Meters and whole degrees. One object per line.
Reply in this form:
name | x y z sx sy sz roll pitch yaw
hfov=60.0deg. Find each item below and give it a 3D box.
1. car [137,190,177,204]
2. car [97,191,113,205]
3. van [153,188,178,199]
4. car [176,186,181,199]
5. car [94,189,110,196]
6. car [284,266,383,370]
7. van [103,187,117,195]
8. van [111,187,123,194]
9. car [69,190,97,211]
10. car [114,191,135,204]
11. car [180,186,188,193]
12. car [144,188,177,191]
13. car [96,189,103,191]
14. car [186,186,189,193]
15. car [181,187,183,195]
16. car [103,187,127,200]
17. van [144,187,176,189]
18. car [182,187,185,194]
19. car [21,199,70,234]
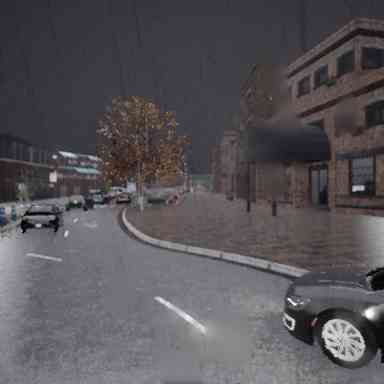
car | -4.870 0.913 45.957 4.892 1.521 2.231 0 1 -1
car | -12.556 1.008 45.445 1.994 1.385 4.181 0 1 -1
van | -4.910 0.289 62.257 4.442 1.987 1.878 0 2 1
car | -4.982 0.470 54.205 5.566 2.045 2.435 0 1 -1
car | -20.983 0.132 77.883 2.163 1.488 4.792 0 2 5
car | 3.658 1.500 4.161 4.892 1.490 1.837 0 2 33
van | -20.526 -0.282 83.315 1.878 1.987 4.442 0 1 6
van | -19.962 -0.428 88.823 1.878 1.987 4.442 0 1 7
car | -11.860 1.006 35.410 2.097 1.767 4.553 0 1 -5
car | -9.528 0.949 48.062 1.994 1.385 4.181 0 1 -2
car | -4.109 -0.021 81.474 4.792 1.488 2.163 0 2 5
car | -4.880 0.724 48.708 4.553 1.767 2.185 0 1 -1
car | -21.322 0.260 72.402 2.097 1.535 5.008 0 2 3
car | -3.576 -0.455 86.904 5.566 2.045 2.435 0 1 7
car | -4.822 0.315 70.452 4.792 1.488 2.163 0 2 3
car | -12.819 0.566 55.381 2.097 1.767 4.553 0 1 0
van | -5.075 0.560 51.459 4.442 1.987 1.878 0 1 -1
car | -4.504 0.124 75.901 4.892 1.521 2.231 0 2 4
car | -8.551 1.445 19.331 2.128 1.511 4.902 0 1 -16
